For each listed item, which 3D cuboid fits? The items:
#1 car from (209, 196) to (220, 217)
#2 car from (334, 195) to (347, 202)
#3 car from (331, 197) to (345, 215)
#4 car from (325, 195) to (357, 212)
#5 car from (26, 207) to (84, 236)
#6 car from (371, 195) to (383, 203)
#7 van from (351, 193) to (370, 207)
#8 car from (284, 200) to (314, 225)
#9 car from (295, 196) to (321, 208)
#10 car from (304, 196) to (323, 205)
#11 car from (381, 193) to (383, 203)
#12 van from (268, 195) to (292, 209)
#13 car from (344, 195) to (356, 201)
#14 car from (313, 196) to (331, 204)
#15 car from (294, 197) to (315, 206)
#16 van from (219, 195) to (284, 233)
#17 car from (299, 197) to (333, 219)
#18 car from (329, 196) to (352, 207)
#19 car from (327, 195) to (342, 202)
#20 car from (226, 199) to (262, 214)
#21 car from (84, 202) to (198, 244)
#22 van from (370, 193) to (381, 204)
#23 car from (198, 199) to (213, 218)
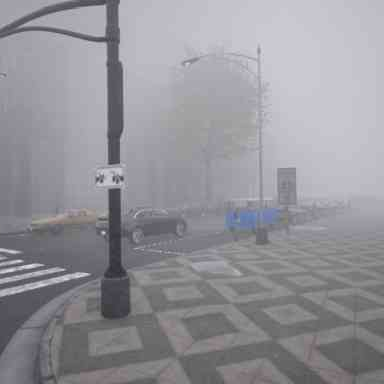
[{"bbox_3d":[2.602,1.307,31.857,2.192,1.841,5.009,-1,0,36],"label":"car"},{"bbox_3d":[33.186,1.415,74.331,1.887,1.381,4.507,-1,-1,36],"label":"car"},{"bbox_3d":[12.893,1.408,31.557,1.802,1.307,4.206,-1,0,36],"label":"car"},{"bbox_3d":[16.055,1.363,35.950,2.008,1.369,4.403,-1,0,36],"label":"car"},{"bbox_3d":[-6.772,1.564,18.843,1.752,1.417,4.829,-1,0,36],"label":"car"},{"bbox_3d":[35.033,1.303,62.308,1.947,1.339,4.313,-1,-1,36],"label":"car"},{"bbox_3d":[22.378,1.127,44.737,1.690,1.788,3.998,-1,0,36],"label":"van"},{"bbox_3d":[6.567,1.422,22.770,1.947,1.339,4.313,-1,0,36],"label":"car"},{"bbox_3d":[15.977,1.386,45.707,2.128,1.511,4.902,-1,-1,36],"label":"car"},{"bbox_3d":[21.047,1.439,57.472,1.752,1.417,4.829,-1,-1,36],"label":"car"},{"bbox_3d":[31.969,1.274,58.053,1.752,1.417,4.829,-1,-1,36],"label":"car"},{"bbox_3d":[11.873,1.292,44.734,1.690,1.788,3.998,-1,0,36],"label":"van"},{"bbox_3d":[39.548,1.400,83.168,2.008,1.369,4.403,-1,-1,36],"label":"car"},{"bbox_3d":[24.237,1.453,61.902,2.008,1.369,4.403,-1,-1,36],"label":"car"},{"bbox_3d":[18.056,1.492,53.316,1.947,1.339,4.313,-1,0,36],"label":"car"},{"bbox_3d":[3.401,1.212,18.379,1.690,1.788,3.998,-1,0,36],"label":"van"},{"bbox_3d":[9.729,1.385,27.163,1.887,1.381,4.507,-1,0,36],"label":"car"},{"bbox_3d":[21.819,1.375,48.686,2.033,1.411,5.357,-1,-1,36],"label":"car"},{"bbox_3d":[30.005,1.432,69.913,2.008,1.369,4.403,-1,-1,36],"label":"car"},{"bbox_3d":[5.695,1.529,36.148,2.008,1.369,4.403,-1,0,36],"label":"car"},{"bbox_3d":[-2.156,1.429,15.387,2.128,1.511,4.902,-1,-1,36],"label":"car"},{"bbox_3d":[28.704,1.102,53.524,1.690,1.788,3.998,-1,-1,36],"label":"van"},{"bbox_3d":[-0.485,1.552,27.563,1.887,1.381,4.507,-1,0,36],"label":"car"}]
